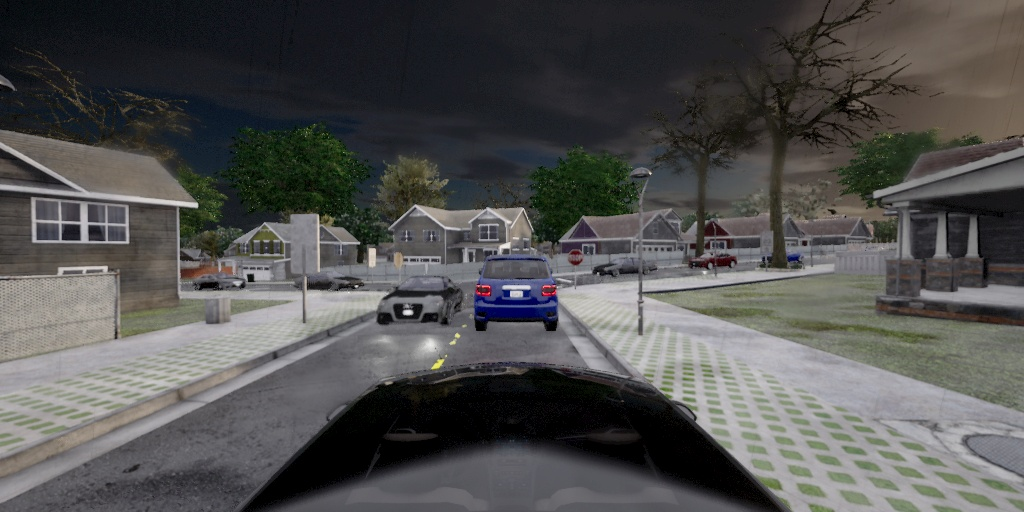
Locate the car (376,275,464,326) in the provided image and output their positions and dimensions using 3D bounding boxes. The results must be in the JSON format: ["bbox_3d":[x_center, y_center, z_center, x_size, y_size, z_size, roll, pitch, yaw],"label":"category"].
[{"bbox_3d":[-2.752,1.323,11.574,1.994,1.385,4.181,0,0,1],"label":"car"}]

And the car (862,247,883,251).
[{"bbox_3d":[40.133,-0.303,39.712,5.357,1.411,2.033,-2,2,-25],"label":"car"}]

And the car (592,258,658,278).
[{"bbox_3d":[8.998,0.843,28.437,5.357,1.411,2.033,-3,2,-23],"label":"car"}]

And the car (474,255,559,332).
[{"bbox_3d":[0.116,0.980,11.016,2.150,2.045,5.566,0,0,0],"label":"car"}]

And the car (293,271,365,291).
[{"bbox_3d":[-13.273,1.817,25.859,5.357,1.411,2.033,-2,0,21],"label":"car"}]

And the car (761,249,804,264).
[{"bbox_3d":[28.152,-0.017,37.328,5.008,1.535,1.882,-2,2,-25],"label":"car"}]

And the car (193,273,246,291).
[{"bbox_3d":[-24.900,2.203,30.523,4.902,1.511,2.128,-2,0,22],"label":"car"}]

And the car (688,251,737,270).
[{"bbox_3d":[18.333,0.369,32.739,5.008,1.535,1.882,-2,2,-25],"label":"car"}]
